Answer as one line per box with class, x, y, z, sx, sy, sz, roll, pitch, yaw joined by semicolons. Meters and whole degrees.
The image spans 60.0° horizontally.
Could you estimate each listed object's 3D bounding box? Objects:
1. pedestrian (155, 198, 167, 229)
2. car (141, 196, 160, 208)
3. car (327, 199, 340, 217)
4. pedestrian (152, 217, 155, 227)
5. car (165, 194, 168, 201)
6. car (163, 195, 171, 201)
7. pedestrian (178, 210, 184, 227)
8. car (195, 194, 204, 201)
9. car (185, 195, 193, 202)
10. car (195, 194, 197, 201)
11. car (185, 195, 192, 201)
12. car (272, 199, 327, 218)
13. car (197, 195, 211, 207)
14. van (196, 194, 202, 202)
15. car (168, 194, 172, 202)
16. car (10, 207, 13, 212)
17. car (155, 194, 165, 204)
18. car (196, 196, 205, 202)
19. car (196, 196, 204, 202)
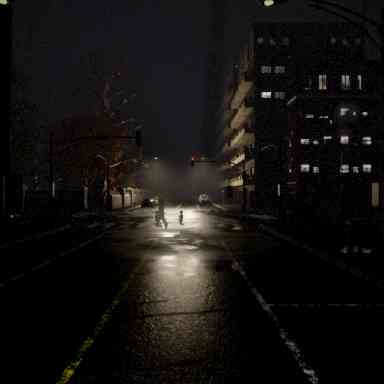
pedestrian;-1.843;1.301;20.031;0.375;1.860;0.375;0;0;-1
car;-6.157;1.601;47.518;1.947;1.339;4.313;0;0;-1
car;13.118;1.619;35.386;5.009;1.841;2.192;1;-1;-1
pedestrian;-2.172;1.674;20.708;0.500;1.100;0.500;0;0;-1
car;-6.324;1.377;64.409;2.192;1.841;5.009;0;0;-1
car;-6.547;1.550;86.928;1.967;1.590;4.097;0;0;-1
pedestrian;-0.607;1.683;21.241;0.500;1.100;0.500;0;0;-1
car;1.833;1.425;87.011;2.192;1.841;5.009;0;0;-1
car;-0.754;1.624;76.289;2.033;1.411;5.357;0;0;-1
car;2.000;1.513;70.121;1.967;1.590;4.097;0;0;-1
car;-0.856;1.486;86.708;1.837;1.490;4.892;0;0;-1
car;10.261;1.591;32.595;4.553;1.767;2.097;1;0;-3
car;2.167;1.588;53.231;1.887;1.381;4.507;0;0;-1
van;2.112;1.393;58.862;1.690;1.788;3.998;0;0;-1
car;-6.492;1.537;81.299;1.967;1.590;4.097;0;0;-1
car;-18.585;1.256;28.960;5.357;1.411;2.033;1;0;-1
car;-6.266;1.577;58.609;1.752;1.417;4.829;0;0;-1
car;1.943;1.635;75.751;2.008;1.369;4.403;0;0;-1
car;1.888;1.642;81.381;1.887;1.381;4.507;0;0;-1
